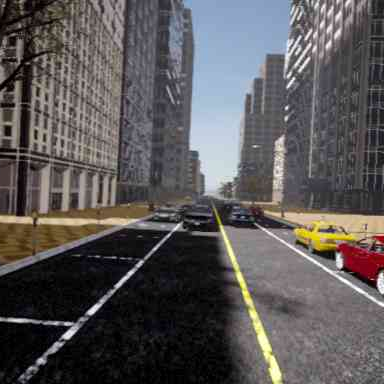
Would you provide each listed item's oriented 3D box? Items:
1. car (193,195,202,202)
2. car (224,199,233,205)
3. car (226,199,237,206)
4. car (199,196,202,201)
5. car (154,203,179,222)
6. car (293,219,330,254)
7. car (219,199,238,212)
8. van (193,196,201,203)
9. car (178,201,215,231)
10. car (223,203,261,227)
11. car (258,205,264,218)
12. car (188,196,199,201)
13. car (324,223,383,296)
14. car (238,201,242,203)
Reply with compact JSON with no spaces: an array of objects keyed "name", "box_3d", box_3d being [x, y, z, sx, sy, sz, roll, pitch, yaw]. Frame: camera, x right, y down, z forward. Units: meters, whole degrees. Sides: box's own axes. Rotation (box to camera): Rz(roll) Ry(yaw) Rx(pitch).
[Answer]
[{"name":"car","box_3d":[1.651,1.926,94.259,2.192,1.841,5.009,2,0,3]},{"name":"car","box_3d":[9.703,2.549,88.207,2.008,1.369,4.403,2,0,3]},{"name":"car","box_3d":[9.111,2.458,76.937,2.008,1.369,4.403,2,0,3]},{"name":"car","box_3d":[0.761,1.790,77.359,2.192,1.841,5.009,2,0,3]},{"name":"car","box_3d":[-1.916,1.606,26.656,2.008,1.369,4.403,2,0,3]},{"name":"car","box_3d":[5.860,1.919,15.124,1.752,1.417,4.829,2,0,3]},{"name":"car","box_3d":[4.920,2.089,46.618,1.994,1.385,4.181,3,0,3]},{"name":"van","box_3d":[1.353,1.907,88.625,1.690,1.788,3.998,2,0,3]},{"name":"car","box_3d":[0.458,1.631,22.189,1.882,1.535,5.008,3,0,3]},{"name":"car","box_3d":[3.853,1.903,26.625,2.033,1.411,5.357,3,0,3]},{"name":"car","box_3d":[7.035,2.128,37.494,1.887,1.381,4.507,2,0,3]},{"name":"car","box_3d":[-0.146,1.862,60.288,1.752,1.417,4.829,2,0,3]},{"name":"car","box_3d":[5.553,1.889,9.320,1.887,1.381,4.507,2,0,3]},{"name":"car","box_3d":[8.221,2.321,60.033,2.008,1.369,4.403,2,0,3]}]
